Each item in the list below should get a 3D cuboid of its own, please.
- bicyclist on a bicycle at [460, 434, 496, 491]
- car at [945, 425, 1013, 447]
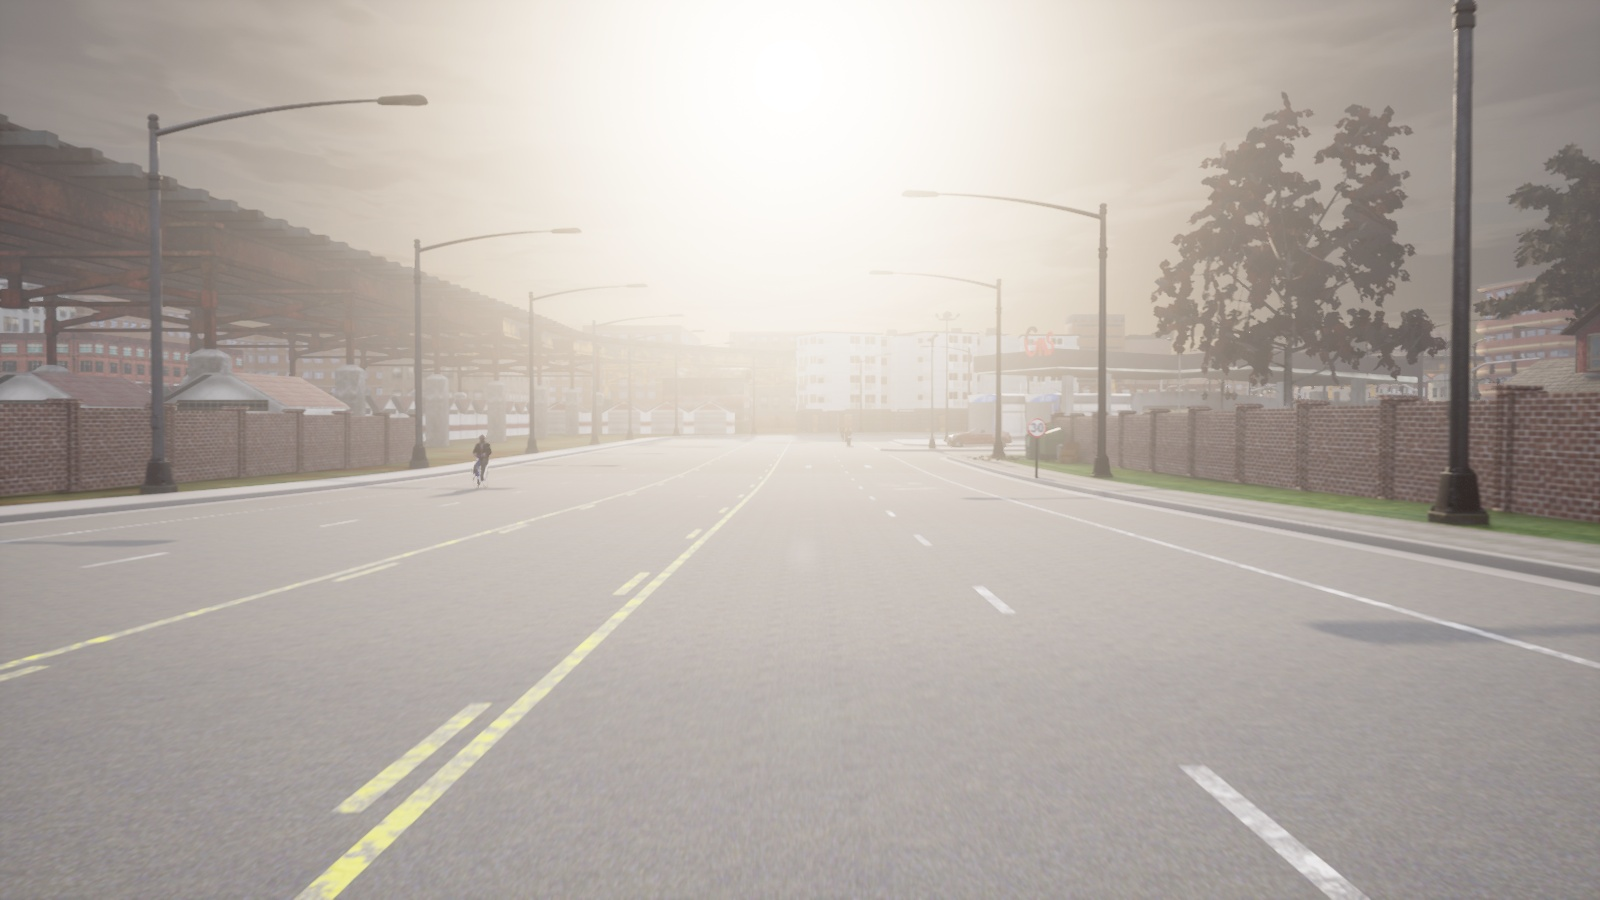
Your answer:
[{"bbox_3d":[-10.257,0.384,40.082,0.659,1.776,1.843,0,0,0],"label":"bicyclist on a bicycle"},{"bbox_3d":[13.915,-1.082,97.791,5.027,1.651,2.152,0,2,0],"label":"car"}]
